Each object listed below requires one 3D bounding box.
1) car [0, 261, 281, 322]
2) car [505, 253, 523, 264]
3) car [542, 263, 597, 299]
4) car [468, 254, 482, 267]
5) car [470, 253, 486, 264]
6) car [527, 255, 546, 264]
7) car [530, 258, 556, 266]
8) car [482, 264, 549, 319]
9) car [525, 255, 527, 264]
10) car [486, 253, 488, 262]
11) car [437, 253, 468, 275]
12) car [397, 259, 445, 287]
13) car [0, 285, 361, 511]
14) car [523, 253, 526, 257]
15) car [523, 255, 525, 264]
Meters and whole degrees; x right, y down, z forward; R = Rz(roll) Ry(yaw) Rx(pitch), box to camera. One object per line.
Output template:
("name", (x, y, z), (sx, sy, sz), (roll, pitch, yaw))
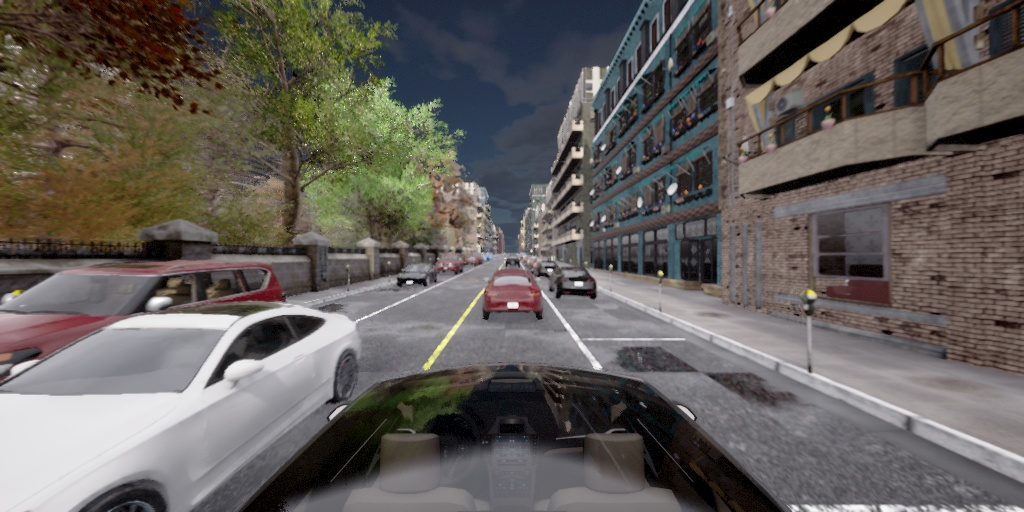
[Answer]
("car", (-5.689, 1.019, 5.536), (2.192, 1.841, 5.009), (0, 0, 0))
("car", (0.102, 0.670, 49.104), (1.882, 1.535, 5.008), (0, 1, 0))
("car", (2.692, 1.141, 16.580), (1.948, 1.339, 4.313), (0, 0, 0))
("car", (-5.686, 0.730, 49.720), (1.888, 1.381, 4.507), (0, 0, 0))
("car", (-5.686, 0.435, 55.243), (2.192, 1.841, 5.009), (0, 0, 0))
("car", (2.694, 0.819, 33.150), (1.967, 1.591, 4.097), (0, 0, 0))
("car", (2.693, 1.011, 27.627), (1.948, 1.339, 4.313), (0, 0, 0))
("car", (0.017, 1.153, 12.095), (1.812, 1.442, 4.674), (0, 1, 0))
("car", (2.694, 0.860, 38.672), (1.888, 1.381, 4.507), (0, 0, 0))
("car", (-5.686, 0.601, 60.766), (1.888, 1.381, 4.507), (0, 0, 0))
("car", (-5.687, 0.694, 33.151), (2.192, 1.841, 5.009), (0, 0, 0))
("car", (-5.688, 1.075, 22.105), (1.948, 1.339, 4.313), (0, 0, 0))
("car", (-3.100, 1.254, 3.504), (1.812, 1.442, 4.674), (0, 1, 0))
("car", (2.695, 0.625, 49.719), (1.967, 1.591, 4.097), (0, 0, 0))
("car", (2.694, 0.775, 44.366), (1.751, 1.417, 4.829), (0, 0, 0))
